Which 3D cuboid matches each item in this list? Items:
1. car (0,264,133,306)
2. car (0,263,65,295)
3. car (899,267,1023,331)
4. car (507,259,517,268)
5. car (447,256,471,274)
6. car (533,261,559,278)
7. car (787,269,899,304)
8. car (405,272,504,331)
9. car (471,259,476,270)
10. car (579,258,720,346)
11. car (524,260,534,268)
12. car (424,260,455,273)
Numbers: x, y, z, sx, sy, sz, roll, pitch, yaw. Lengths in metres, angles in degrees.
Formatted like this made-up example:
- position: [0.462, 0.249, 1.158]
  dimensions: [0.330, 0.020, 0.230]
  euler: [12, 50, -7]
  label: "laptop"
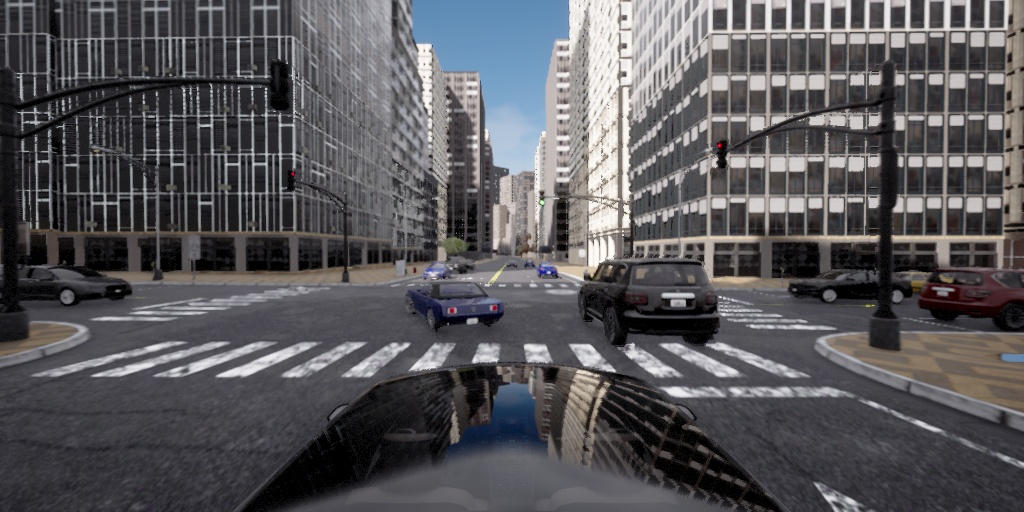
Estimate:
- position: [-18.438, 1.150, 14.619]
  dimensions: [4.892, 1.490, 1.837]
  euler: [1, 1, 1]
  label: "car"
- position: [-25.690, 1.100, 17.949]
  dimensions: [4.181, 1.385, 1.994]
  euler: [1, 1, 1]
  label: "car"
- position: [16.193, 1.304, 11.472]
  dimensions: [5.009, 1.841, 2.192]
  euler: [0, 0, 1]
  label: "car"
- position: [-0.003, 1.443, 63.800]
  dimensions: [1.895, 1.301, 4.718]
  euler: [0, 0, 0]
  label: "car"
- position: [-6.575, 1.038, 41.996]
  dimensions: [2.150, 2.045, 5.566]
  euler: [0, 0, 1]
  label: "car"
- position: [3.351, 1.332, 34.837]
  dimensions: [1.812, 1.442, 4.674]
  euler: [0, 0, 0]
  label: "car"
- position: [16.093, 1.387, 17.254]
  dimensions: [5.008, 1.535, 1.882]
  euler: [0, 1, 0]
  label: "car"
- position: [-2.093, 1.430, 11.625]
  dimensions: [1.895, 1.301, 4.718]
  euler: [0, 1, -28]
  label: "car"
- position: [-6.503, 1.181, 52.212]
  dimensions: [2.097, 1.767, 4.553]
  euler: [0, 0, 0]
  label: "car"
- position: [3.350, 1.082, 9.915]
  dimensions: [2.150, 2.045, 5.566]
  euler: [0, -1, 0]
  label: "car"
- position: [3.253, 1.369, 64.780]
  dimensions: [1.812, 1.442, 4.674]
  euler: [0, 0, 0]
  label: "car"
- position: [-6.590, 1.328, 32.032]
  dimensions: [1.812, 1.442, 4.674]
  euler: [0, 0, -2]
  label: "car"
